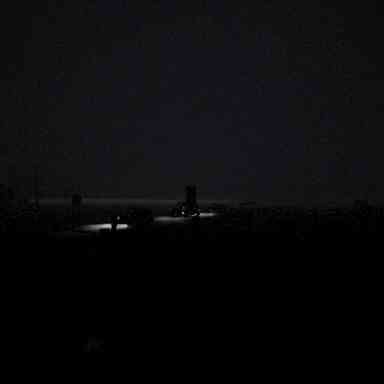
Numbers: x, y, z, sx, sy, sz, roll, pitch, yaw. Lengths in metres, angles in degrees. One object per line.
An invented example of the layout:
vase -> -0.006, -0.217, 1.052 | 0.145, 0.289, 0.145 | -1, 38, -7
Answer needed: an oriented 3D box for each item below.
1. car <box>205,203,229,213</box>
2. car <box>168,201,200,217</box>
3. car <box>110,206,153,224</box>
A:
car -> 3.502, 2.199, 46.530 | 1.895, 1.301, 4.718 | -1, -1, 26
car -> -0.831, 1.801, 37.130 | 2.097, 1.767, 4.553 | -1, -1, 24
car -> -4.942, 1.872, 27.732 | 1.994, 1.385, 4.181 | -1, -1, 24
